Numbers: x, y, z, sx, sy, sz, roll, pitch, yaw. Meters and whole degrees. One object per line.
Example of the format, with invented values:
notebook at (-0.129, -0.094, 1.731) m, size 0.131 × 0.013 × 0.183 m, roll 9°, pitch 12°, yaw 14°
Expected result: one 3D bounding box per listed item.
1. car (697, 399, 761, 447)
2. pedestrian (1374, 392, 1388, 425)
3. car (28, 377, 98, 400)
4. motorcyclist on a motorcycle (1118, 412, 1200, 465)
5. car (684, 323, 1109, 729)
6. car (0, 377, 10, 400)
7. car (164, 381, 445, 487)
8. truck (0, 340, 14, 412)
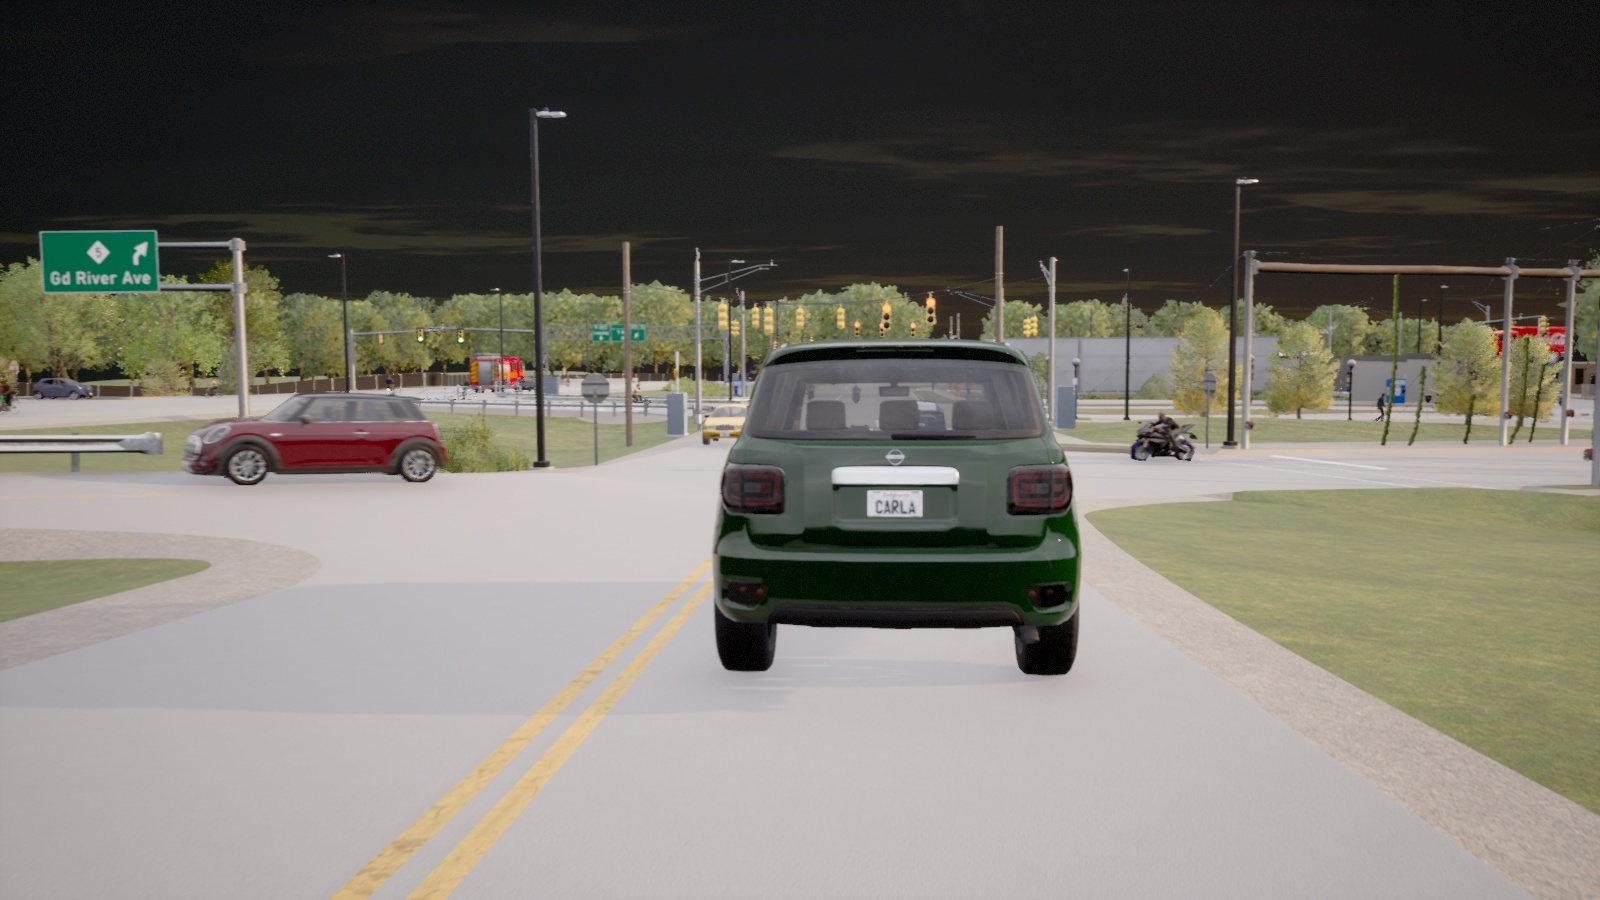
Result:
car at (-2.531, -1.052, 46.234) m, size 1.801 × 1.575 × 5.366 m, roll 0°, pitch 3°, yaw 3°
pedestrian at (33.188, -2.382, 71.722) m, size 0.614 × 1.847 × 0.353 m, roll 0°, pitch 5°, yaw 2°
car at (-50.043, -4.177, 85.330) m, size 3.633 × 1.501 × 1.845 m, roll 0°, pitch 4°, yaw 3°
motorcyclist on a motorcycle at (10.806, -0.346, 37.816) m, size 2.191 × 1.530 × 0.866 m, roll 0°, pitch 4°, yaw -19°
car at (0.679, 0.327, 9.166) m, size 2.150 × 2.045 × 5.566 m, roll 0°, pitch 1°, yaw 4°
car at (-54.777, -3.998, 82.065) m, size 4.902 × 1.511 × 2.128 m, roll 0°, pitch 4°, yaw 3°
car at (-9.262, -0.317, 23.575) m, size 4.553 × 1.767 × 2.097 m, roll 0°, pitch 4°, yaw -34°
truck at (-40.318, -3.370, 57.725) m, size 2.891 × 3.462 × 7.936 m, roll 0°, pitch 4°, yaw 3°
